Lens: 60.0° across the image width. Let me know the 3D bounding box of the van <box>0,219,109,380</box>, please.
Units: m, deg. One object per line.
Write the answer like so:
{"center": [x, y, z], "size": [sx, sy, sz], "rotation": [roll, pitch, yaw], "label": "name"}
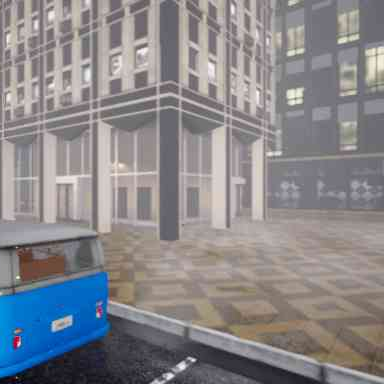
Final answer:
{"center": [-3.057, 1.330, 5.053], "size": [3.998, 1.788, 1.690], "rotation": [0, 0, 35], "label": "van"}
